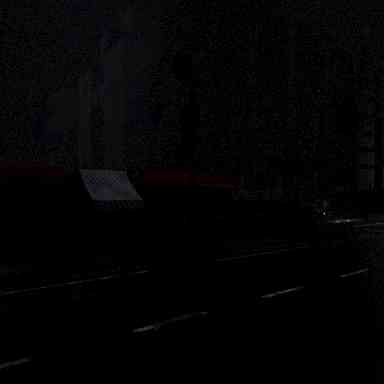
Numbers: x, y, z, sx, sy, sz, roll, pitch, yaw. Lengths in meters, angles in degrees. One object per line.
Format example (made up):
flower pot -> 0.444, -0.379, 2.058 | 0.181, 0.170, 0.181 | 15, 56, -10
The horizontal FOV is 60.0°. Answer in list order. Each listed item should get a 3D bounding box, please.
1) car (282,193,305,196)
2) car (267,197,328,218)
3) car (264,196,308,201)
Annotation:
car -> 17.103, 1.129, 57.702 | 1.905, 1.878, 3.866 | 0, 0, -36
car -> 9.092, 1.457, 28.363 | 1.837, 1.490, 4.892 | 0, 0, -36
car -> 9.037, 1.458, 34.422 | 1.837, 1.490, 4.892 | 0, 0, -36
